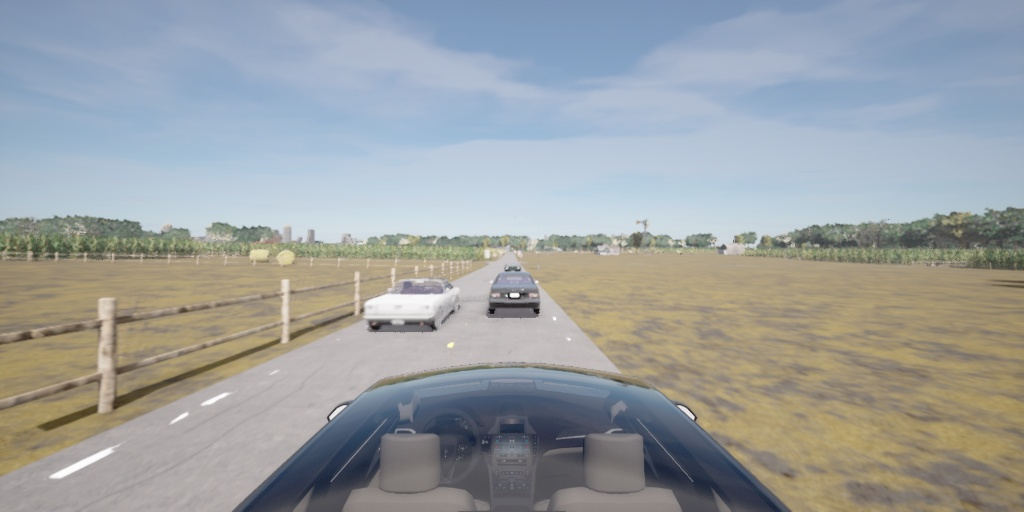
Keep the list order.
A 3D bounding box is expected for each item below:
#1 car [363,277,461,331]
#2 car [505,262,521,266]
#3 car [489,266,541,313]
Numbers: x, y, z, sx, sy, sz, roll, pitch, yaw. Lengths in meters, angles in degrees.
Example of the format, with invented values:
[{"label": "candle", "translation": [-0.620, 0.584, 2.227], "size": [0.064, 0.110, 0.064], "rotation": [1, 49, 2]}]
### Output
[{"label": "car", "translation": [-2.846, 1.356, 11.174], "size": [1.895, 1.301, 4.718], "rotation": [0, 0, 0]}, {"label": "car", "translation": [0.076, 1.310, 40.194], "size": [1.895, 1.301, 4.718], "rotation": [0, 0, 0]}, {"label": "car", "translation": [0.090, 1.302, 14.025], "size": [2.033, 1.411, 5.357], "rotation": [0, 0, 0]}]
